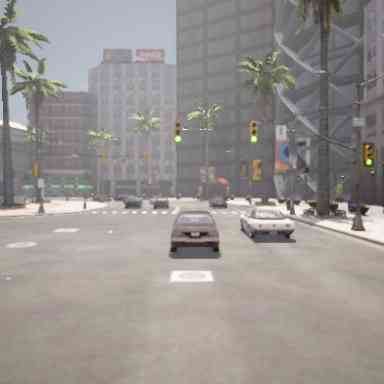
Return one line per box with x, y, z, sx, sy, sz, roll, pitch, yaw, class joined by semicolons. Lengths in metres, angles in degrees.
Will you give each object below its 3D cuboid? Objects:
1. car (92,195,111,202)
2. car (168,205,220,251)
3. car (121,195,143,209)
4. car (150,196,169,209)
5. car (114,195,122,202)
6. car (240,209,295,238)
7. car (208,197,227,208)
-17.347;1.214;63.894;4.181;1.385;1.994;0;0;41;car
0.106;1.471;13.740;2.033;1.411;5.357;0;0;0;car
-7.276;1.372;41.829;1.895;1.301;4.718;0;0;-3;car
-3.817;1.371;41.914;1.895;1.301;4.718;0;0;-3;car
-13.166;1.247;64.666;1.895;1.301;4.718;0;0;-43;car
3.607;1.508;16.880;1.895;1.301;4.718;0;0;0;car
3.282;1.325;43.584;1.994;1.385;4.181;0;0;-5;car
